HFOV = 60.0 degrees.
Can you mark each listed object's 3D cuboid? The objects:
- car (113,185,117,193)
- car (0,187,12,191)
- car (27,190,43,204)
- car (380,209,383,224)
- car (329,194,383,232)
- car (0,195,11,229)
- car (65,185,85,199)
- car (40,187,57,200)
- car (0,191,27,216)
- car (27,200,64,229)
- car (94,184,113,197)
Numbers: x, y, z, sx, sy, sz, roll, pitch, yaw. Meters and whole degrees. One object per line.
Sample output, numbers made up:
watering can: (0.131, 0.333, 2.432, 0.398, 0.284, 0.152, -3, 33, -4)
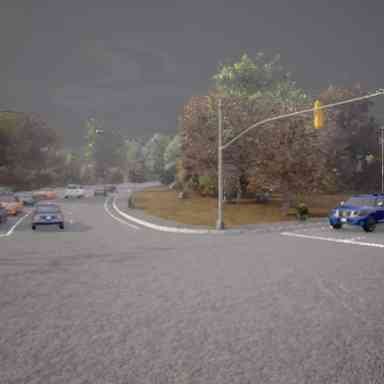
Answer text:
car: (-15.656, -0.707, 63.851, 2.128, 1.511, 4.902, 0, 4, -1)
car: (-22.802, 0.454, 39.272, 2.150, 2.045, 5.566, 0, 3, -13)
car: (-18.847, 0.910, 38.086, 1.994, 1.385, 4.181, 0, 3, -15)
car: (11.583, 1.566, 16.540, 4.718, 1.301, 1.895, -1, 0, -36)
car: (10.631, 1.171, 20.187, 5.566, 2.045, 2.150, -1, 1, -37)
car: (-12.911, 1.298, 20.759, 2.097, 1.767, 4.553, 0, 1, -23)
car: (-17.644, -0.126, 50.234, 2.150, 2.045, 5.566, 0, 4, -9)
car: (-20.963, 0.110, 47.930, 2.097, 1.767, 4.553, 0, 3, -10)
car: (-16.007, 1.102, 28.731, 2.097, 1.767, 4.553, 0, 2, -19)
car: (-9.336, 1.505, 21.603, 2.033, 1.411, 5.357, 0, 1, -24)
car: (-14.571, -0.044, 53.652, 2.128, 1.511, 4.902, 0, 4, -7)
